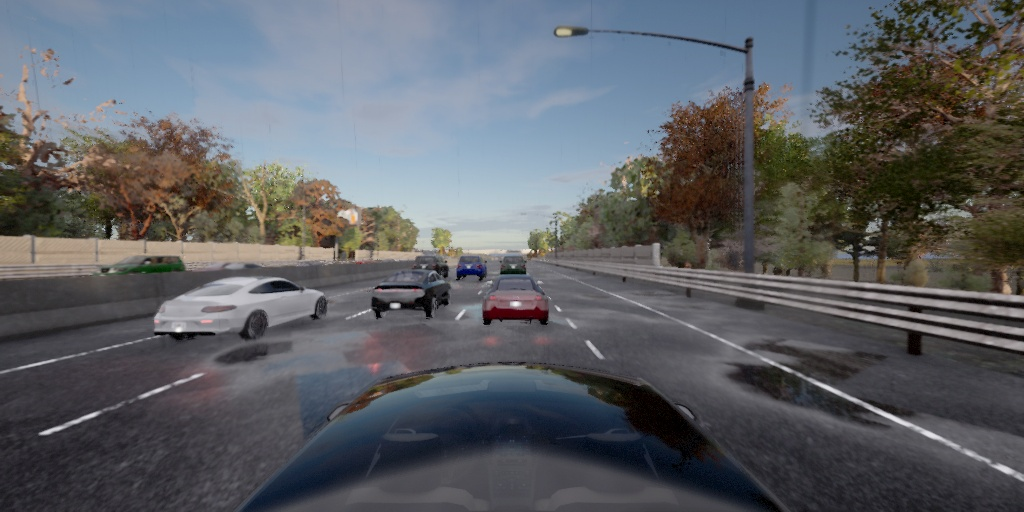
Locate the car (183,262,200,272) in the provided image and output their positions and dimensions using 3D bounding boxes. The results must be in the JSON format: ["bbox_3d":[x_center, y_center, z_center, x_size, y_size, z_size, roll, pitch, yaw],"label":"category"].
[{"bbox_3d":[-24.592,1.275,30.306,1.812,1.442,4.674,0,0,0],"label":"car"}]

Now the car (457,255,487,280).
[{"bbox_3d":[-3.395,0.972,30.757,2.150,2.045,5.566,0,0,0],"label":"car"}]

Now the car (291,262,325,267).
[{"bbox_3d":[-17.586,1.242,30.894,2.128,1.511,4.902,0,0,0],"label":"car"}]

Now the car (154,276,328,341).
[{"bbox_3d":[-6.898,1.273,9.735,1.812,1.442,4.674,0,0,0],"label":"car"}]

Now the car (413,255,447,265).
[{"bbox_3d":[-6.894,0.972,30.770,2.150,2.045,5.566,0,0,0],"label":"car"}]

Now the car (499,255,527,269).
[{"bbox_3d":[0.104,0.972,30.816,2.150,2.045,5.566,0,0,0],"label":"car"}]

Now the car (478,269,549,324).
[{"bbox_3d":[0.104,1.311,12.001,1.994,1.385,4.181,0,0,0],"label":"car"}]

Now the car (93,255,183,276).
[{"bbox_3d":[-28.088,0.968,27.401,2.150,2.045,5.566,0,0,0],"label":"car"}]

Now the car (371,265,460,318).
[{"bbox_3d":[-3.397,1.238,12.869,2.128,1.511,4.902,0,0,0],"label":"car"}]

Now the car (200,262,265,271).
[{"bbox_3d":[-21.090,1.274,27.782,1.812,1.442,4.674,0,0,0],"label":"car"}]
